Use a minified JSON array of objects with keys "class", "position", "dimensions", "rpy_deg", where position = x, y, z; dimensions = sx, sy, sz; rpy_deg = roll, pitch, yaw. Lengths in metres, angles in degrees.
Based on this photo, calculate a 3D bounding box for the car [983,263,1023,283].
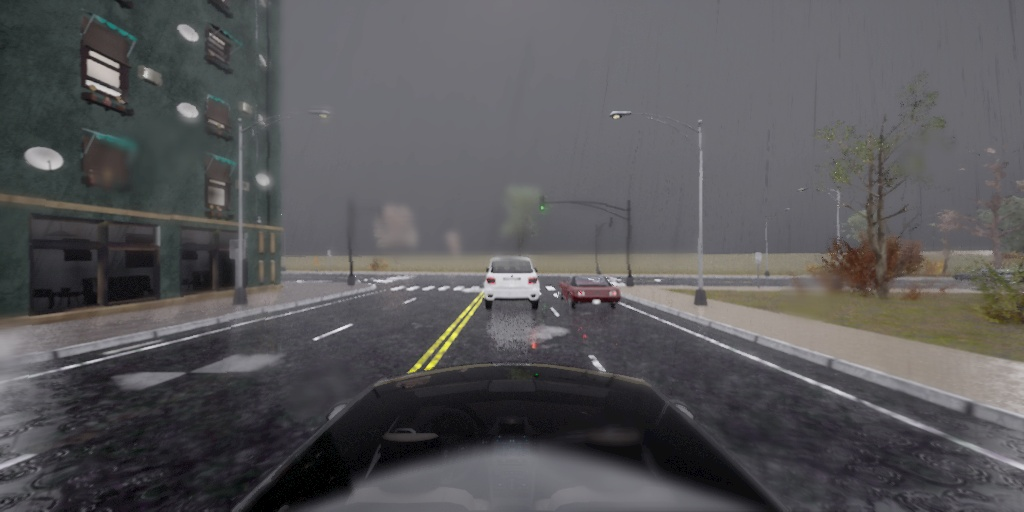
[{"class":"car","position":[50.736,1.718,35.183],"dimensions":[5.566,2.045,2.150],"rpy_deg":[1,0,1]}]

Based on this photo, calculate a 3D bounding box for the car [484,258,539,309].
[{"class":"car","position":[-0.003,1.097,15.888],"dimensions":[2.150,2.045,5.566],"rpy_deg":[0,0,0]}]

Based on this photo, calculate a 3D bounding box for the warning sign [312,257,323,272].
[{"class":"warning sign","position":[-23.481,0.978,43.140],"dimensions":[1.060,1.860,1.300],"rpy_deg":[0,0,1]}]

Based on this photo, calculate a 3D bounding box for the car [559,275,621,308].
[{"class":"car","position":[3.248,1.482,15.955],"dimensions":[1.895,1.301,4.718],"rpy_deg":[0,0,0]}]

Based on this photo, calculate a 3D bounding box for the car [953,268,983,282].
[{"class":"car","position":[50.549,2.023,38.442],"dimensions":[4.892,1.490,1.837],"rpy_deg":[1,0,2]}]
